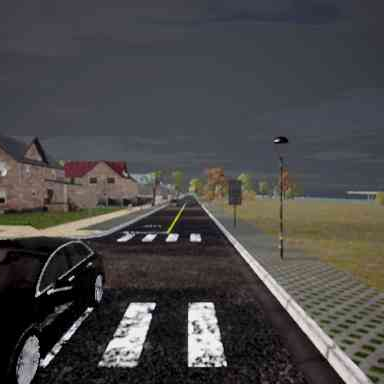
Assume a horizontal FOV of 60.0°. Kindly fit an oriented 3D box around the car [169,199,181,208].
[{"bbox_3d":[-2.800,1.845,55.561,1.812,1.442,4.674,0,0,0],"label":"car"}]

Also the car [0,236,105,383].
[{"bbox_3d":[-2.748,1.555,5.235,1.837,1.490,4.892,0,0,0],"label":"car"}]
